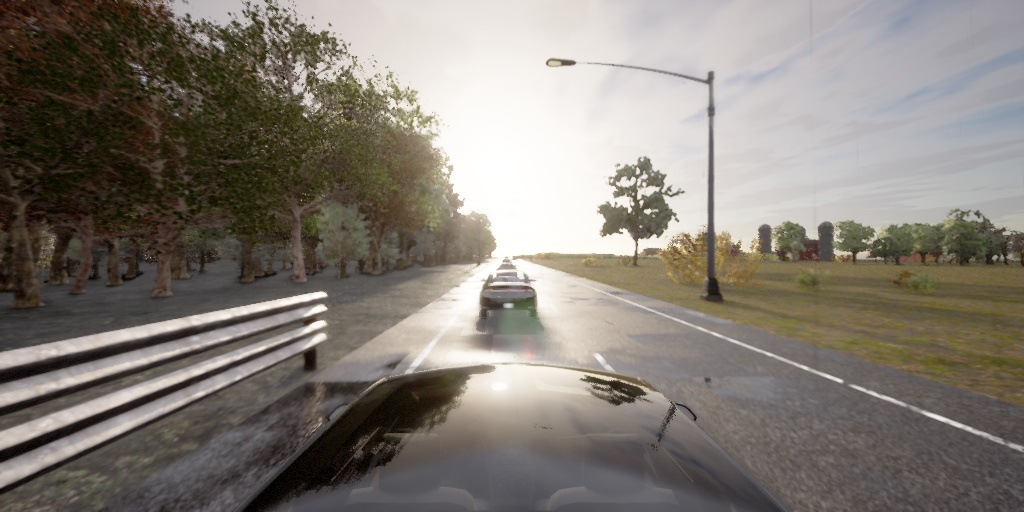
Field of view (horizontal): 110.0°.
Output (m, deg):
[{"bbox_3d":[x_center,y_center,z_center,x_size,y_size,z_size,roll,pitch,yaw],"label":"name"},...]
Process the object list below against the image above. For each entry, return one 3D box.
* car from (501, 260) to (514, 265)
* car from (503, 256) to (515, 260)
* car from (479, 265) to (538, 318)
[{"bbox_3d":[-0.444,1.311,33.714,1.994,1.385,4.181,0,0,-1],"label":"car"},{"bbox_3d":[-0.904,1.236,64.085,1.837,1.490,4.892,0,0,-1],"label":"car"},{"bbox_3d":[-0.133,1.249,12.948,2.128,1.511,4.902,0,0,-1],"label":"car"}]
